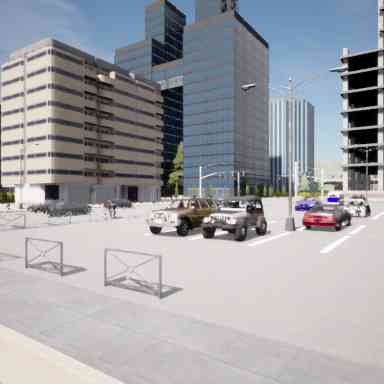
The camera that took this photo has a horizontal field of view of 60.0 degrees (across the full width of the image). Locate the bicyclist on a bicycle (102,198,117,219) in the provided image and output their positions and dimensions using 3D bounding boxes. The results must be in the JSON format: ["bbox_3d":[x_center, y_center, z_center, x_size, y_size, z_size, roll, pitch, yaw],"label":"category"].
[{"bbox_3d":[-6.500,1.302,26.216,1.656,1.620,0.582,0,0,34],"label":"bicyclist on a bicycle"}]

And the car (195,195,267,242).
[{"bbox_3d":[2.113,1.156,15.603,1.905,1.878,3.866,0,0,34],"label":"car"}]

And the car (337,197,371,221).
[{"bbox_3d":[14.116,1.395,28.578,1.970,1.475,3.806,0,0,34],"label":"car"}]

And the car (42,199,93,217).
[{"bbox_3d":[-11.550,1.564,31.761,1.994,1.385,4.181,0,0,34],"label":"car"}]

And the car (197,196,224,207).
[{"bbox_3d":[3.007,1.493,53.597,2.128,1.511,4.902,0,0,34],"label":"car"}]

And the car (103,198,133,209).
[{"bbox_3d":[-10.309,1.564,46.537,1.994,1.385,4.181,0,0,35],"label":"car"}]

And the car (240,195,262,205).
[{"bbox_3d":[10.415,1.352,58.340,2.097,1.767,4.553,0,0,34],"label":"car"}]

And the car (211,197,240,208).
[{"bbox_3d":[5.155,1.547,50.462,2.033,1.411,5.357,0,0,33],"label":"car"}]

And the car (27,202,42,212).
[{"bbox_3d":[-15.935,1.547,38.164,2.033,1.411,5.357,0,0,34],"label":"car"}]

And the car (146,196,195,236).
[{"bbox_3d":[-0.257,1.153,17.266,1.932,1.855,4.605,0,0,34],"label":"car"}]
